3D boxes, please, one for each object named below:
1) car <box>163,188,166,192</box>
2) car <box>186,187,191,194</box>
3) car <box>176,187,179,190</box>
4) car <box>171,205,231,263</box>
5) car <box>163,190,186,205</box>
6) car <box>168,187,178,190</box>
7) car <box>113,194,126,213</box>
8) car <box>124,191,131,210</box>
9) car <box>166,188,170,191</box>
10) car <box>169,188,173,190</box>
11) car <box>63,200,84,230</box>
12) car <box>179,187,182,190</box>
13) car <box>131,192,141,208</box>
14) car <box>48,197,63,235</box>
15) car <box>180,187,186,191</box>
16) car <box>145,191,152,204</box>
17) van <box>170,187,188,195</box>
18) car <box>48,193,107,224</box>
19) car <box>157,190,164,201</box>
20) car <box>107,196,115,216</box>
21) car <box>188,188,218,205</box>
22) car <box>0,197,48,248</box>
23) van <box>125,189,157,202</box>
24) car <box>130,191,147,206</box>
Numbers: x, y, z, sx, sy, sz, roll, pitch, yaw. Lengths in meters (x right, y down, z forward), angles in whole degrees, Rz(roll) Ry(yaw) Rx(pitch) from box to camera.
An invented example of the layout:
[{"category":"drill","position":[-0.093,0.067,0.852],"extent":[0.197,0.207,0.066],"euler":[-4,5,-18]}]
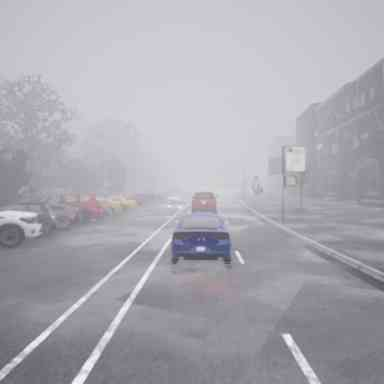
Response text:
[{"category":"car","position":[-6.895,0.557,52.108],"extent":[4.553,1.767,2.185],"euler":[-1,2,-15]},{"category":"car","position":[-3.650,0.036,81.691],"extent":[5.366,1.575,1.946],"euler":[-1,1,-13]},{"category":"car","position":[-5.496,0.225,66.895],"extent":[4.553,1.767,2.185],"euler":[-1,1,-14]},{"category":"car","position":[0.344,1.475,12.090],"extent":[1.882,1.535,5.008],"euler":[0,0,2]},{"category":"car","position":[-2.261,0.898,44.535],"extent":[1.812,1.442,4.674],"euler":[0,1,4]},{"category":"car","position":[-5.840,0.417,63.944],"extent":[4.892,1.521,2.231],"euler":[-1,1,-14]},{"category":"car","position":[-8.547,1.250,28.401],"extent":[5.008,1.535,2.097],"euler":[-1,2,-17]},{"category":"car","position":[-8.420,1.055,31.362],"extent":[4.553,1.767,2.185],"euler":[-1,1,-17]},{"category":"car","position":[-6.664,0.615,55.066],"extent":[5.008,1.535,2.097],"euler":[-1,2,-15]},{"category":"car","position":[-6.371,0.577,58.035],"extent":[4.792,1.488,2.163],"euler":[-1,1,-15]},{"category":"car","position":[-8.995,1.444,19.479],"extent":[4.792,1.488,2.163],"euler":[-1,1,-18]},{"category":"car","position":[-5.215,0.328,69.852],"extent":[4.674,1.452,2.002],"euler":[-1,1,-14]},{"category":"car","position":[-8.393,1.109,34.279],"extent":[5.366,1.575,1.946],"euler":[-1,2,-17]},{"category":"car","position":[-9.056,1.322,16.527],"extent":[4.553,1.767,2.185],"euler":[-1,1,-18]},{"category":"car","position":[-4.916,-0.026,72.785],"extent":[5.566,2.045,2.435],"euler":[-1,1,-14]},{"category":"car","position":[-7.840,0.965,40.267],"extent":[5.008,1.535,2.097],"euler":[-1,1,-16]},{"category":"van","position":[-3.347,-0.245,84.620],"extent":[4.442,1.987,1.878],"euler":[-1,1,-13]},{"category":"car","position":[-8.871,1.119,22.446],"extent":[5.566,2.045,2.435],"euler":[-1,1,-18]},{"category":"car","position":[-7.178,0.752,49.152],"extent":[5.008,1.535,2.097],"euler":[-1,1,-16]},{"category":"car","position":[-8.711,1.317,25.437],"extent":[4.892,1.521,2.231],"euler":[-1,1,-17]},{"category":"car","position":[1.131,0.943,30.106],"extent":[2.150,2.045,5.566],"euler":[0,1,3]},{"category":"car","position":[-9.163,1.221,13.558],"extent":[5.566,2.045,2.435],"euler":[-1,0,-18]},{"category":"van","position":[-7.518,0.599,46.144],"extent":[4.442,1.987,1.878],"euler":[-1,2,-16]},{"category":"car","position":[-8.022,1.036,37.296],"extent":[5.008,1.535,2.097],"euler":[-1,2,-16]}]
